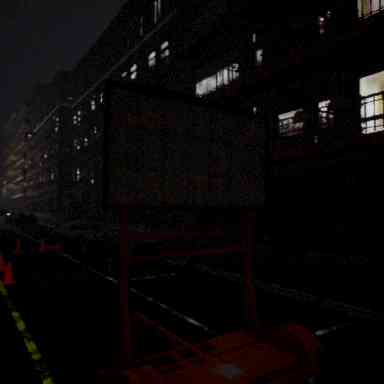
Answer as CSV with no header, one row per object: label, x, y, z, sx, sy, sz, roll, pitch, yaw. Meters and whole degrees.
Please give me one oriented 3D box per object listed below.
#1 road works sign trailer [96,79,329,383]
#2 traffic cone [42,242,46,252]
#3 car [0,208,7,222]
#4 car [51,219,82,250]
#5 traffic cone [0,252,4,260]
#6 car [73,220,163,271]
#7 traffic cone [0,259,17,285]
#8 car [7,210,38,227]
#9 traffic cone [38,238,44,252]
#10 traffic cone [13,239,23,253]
road works sign trailer,-0.062,0.622,4.163,2.380,3.560,2.880,2,-2,-35
traffic cone,-6.347,2.535,15.111,0.580,0.340,0.340,2,-3,-35
car,-18.585,2.575,35.080,2.008,1.369,4.403,4,-4,-35
car,-5.997,2.063,17.103,1.752,1.417,4.829,4,-4,-35
traffic cone,-6.188,2.264,10.812,0.340,0.580,0.340,2,-3,-35
car,-2.728,1.961,12.433,1.887,1.381,4.507,4,-4,-35
traffic cone,-5.042,2.222,9.174,0.340,0.580,0.340,2,-3,-35
car,-15.413,2.445,30.550,1.887,1.381,4.507,4,-4,-35
traffic cone,-6.844,2.414,15.233,0.340,0.580,0.340,2,-3,-35
traffic cone,-7.663,2.382,14.661,0.340,0.580,0.340,2,-3,-35
